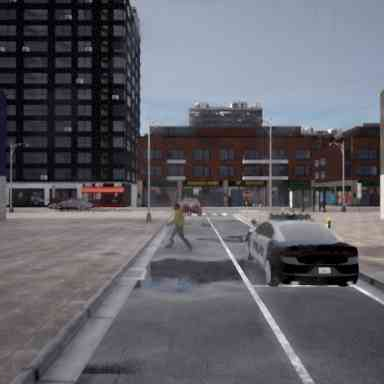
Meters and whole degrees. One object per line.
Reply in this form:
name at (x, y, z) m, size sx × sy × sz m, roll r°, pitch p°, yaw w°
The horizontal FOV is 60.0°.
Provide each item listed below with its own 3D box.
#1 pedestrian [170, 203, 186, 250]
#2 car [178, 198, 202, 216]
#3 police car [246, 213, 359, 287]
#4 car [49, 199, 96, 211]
pedestrian at (-0.521, 1.294, 12.495) m, size 0.375 × 1.860 × 0.375 m, roll 0°, pitch 0°, yaw 0°
car at (-0.257, 1.357, 32.981) m, size 2.097 × 1.767 × 4.553 m, roll 0°, pitch 0°, yaw -5°
police car at (2.750, 1.425, 9.482) m, size 1.930 × 1.638 × 5.238 m, roll 0°, pitch 0°, yaw 0°
car at (-14.583, 1.592, 40.694) m, size 5.357 × 1.411 × 2.033 m, roll 0°, pitch 0°, yaw 0°
